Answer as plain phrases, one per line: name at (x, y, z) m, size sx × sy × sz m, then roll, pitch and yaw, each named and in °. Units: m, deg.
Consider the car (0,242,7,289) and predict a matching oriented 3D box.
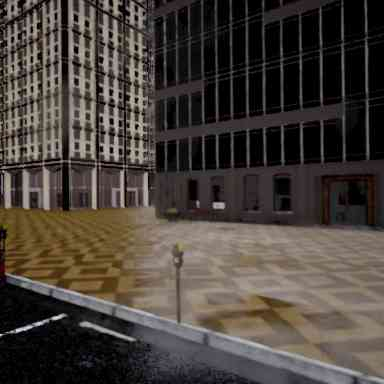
car at (-5.941, 1.343, 7.121) m, size 5.009 × 1.841 × 2.192 m, roll 0°, pitch -1°, yaw 35°
